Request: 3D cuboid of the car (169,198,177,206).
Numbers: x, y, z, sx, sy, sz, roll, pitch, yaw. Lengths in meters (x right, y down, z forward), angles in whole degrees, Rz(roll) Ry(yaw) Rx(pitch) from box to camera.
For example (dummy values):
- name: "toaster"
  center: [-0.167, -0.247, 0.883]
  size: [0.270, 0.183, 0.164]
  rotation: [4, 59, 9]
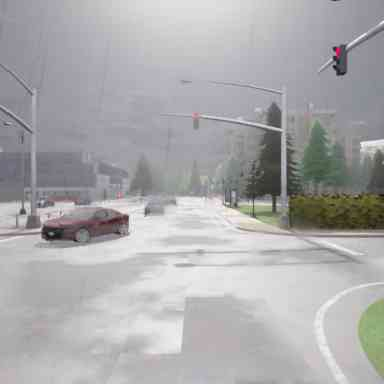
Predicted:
- name: "car"
  center: [-3.478, 1.601, 55.170]
  size: [1.895, 1.301, 4.718]
  rotation: [0, 0, 0]

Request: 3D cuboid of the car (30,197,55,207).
- name: "car"
  center: [-20.482, 1.384, 45.687]
  size: [1.970, 1.475, 3.806]
  rotation: [0, 0, 0]

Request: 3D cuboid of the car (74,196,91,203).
- name: "car"
  center: [-17.425, 1.374, 53.076]
  size: [1.845, 1.501, 3.633]
  rotation: [0, 0, 0]

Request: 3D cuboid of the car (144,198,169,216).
- name: "car"
  center: [-3.579, 1.504, 32.887]
  size: [1.837, 1.490, 4.892]
  rotation: [0, 0, 0]

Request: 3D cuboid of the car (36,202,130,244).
- name: "car"
  center: [-4.946, 1.477, 16.192]
  size: [1.882, 1.535, 5.008]
  rotation: [1, 0, 22]
